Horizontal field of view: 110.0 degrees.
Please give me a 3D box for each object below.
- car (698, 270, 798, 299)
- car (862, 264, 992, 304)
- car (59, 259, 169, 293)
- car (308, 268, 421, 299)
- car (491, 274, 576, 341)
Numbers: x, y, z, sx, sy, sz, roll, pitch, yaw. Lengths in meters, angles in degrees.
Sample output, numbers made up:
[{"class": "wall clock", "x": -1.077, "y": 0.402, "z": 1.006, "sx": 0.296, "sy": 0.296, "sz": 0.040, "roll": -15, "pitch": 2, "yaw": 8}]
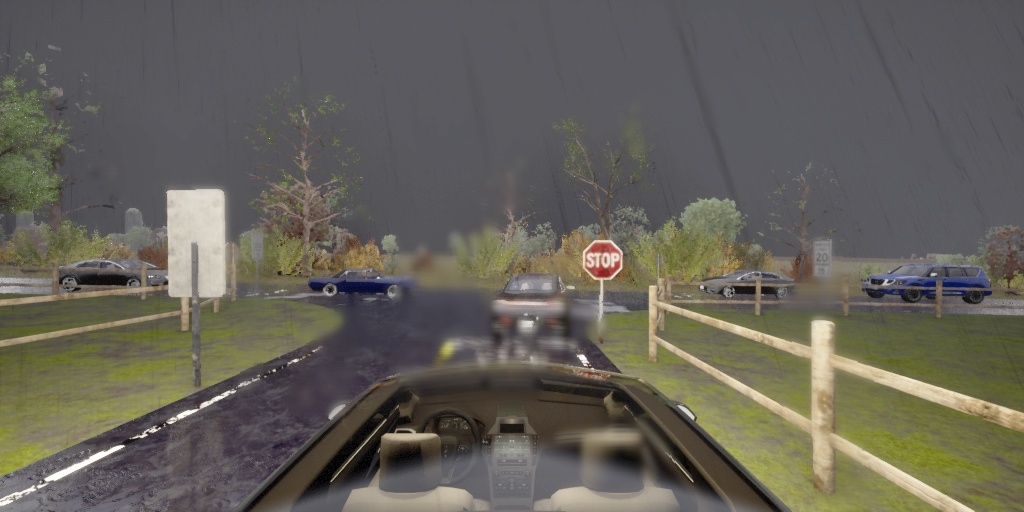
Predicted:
[{"class": "car", "x": 13.008, "y": 1.525, "z": 19.912, "sx": 4.902, "sy": 1.511, "sz": 2.128, "roll": 1, "pitch": 1, "yaw": 0}, {"class": "car", "x": 22.904, "y": 1.466, "z": 19.899, "sx": 5.566, "sy": 2.045, "sz": 2.150, "roll": 1, "pitch": 1, "yaw": 0}, {"class": "car", "x": -18.486, "y": 0.885, "z": 17.008, "sx": 4.902, "sy": 1.511, "sz": 2.128, "roll": 1, "pitch": 1, "yaw": 0}, {"class": "car", "x": -6.818, "y": 1.248, "z": 16.989, "sx": 4.718, "sy": 1.301, "sz": 1.895, "roll": 1, "pitch": 1, "yaw": 0}, {"class": "car", "x": 0.709, "y": 1.240, "z": 9.956, "sx": 2.128, "sy": 1.511, "sz": 4.902, "roll": 0, "pitch": 0, "yaw": 9}]
